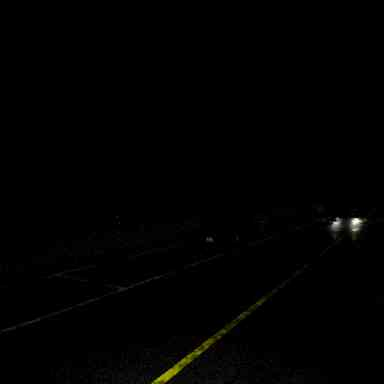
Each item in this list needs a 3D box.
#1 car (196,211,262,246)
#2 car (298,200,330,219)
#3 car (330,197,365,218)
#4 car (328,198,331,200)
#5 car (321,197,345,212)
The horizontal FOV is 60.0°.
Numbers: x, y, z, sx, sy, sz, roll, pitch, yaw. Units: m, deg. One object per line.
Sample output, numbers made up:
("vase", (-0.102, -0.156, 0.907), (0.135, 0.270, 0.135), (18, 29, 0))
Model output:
("car", (1.865, 1.566, 15.398), (1.947, 1.339, 4.313), (0, 0, 32))
("car", (10.644, 1.582, 29.458), (1.802, 1.307, 4.206), (0, 0, 32))
("car", (14.402, 1.478, 30.599), (1.882, 1.535, 5.008), (0, 0, 32))
("car", (13.571, 1.566, 34.144), (1.947, 1.339, 4.313), (0, 0, 32))
("car", (16.497, 1.441, 38.830), (1.967, 1.590, 4.097), (0, 0, 32))
